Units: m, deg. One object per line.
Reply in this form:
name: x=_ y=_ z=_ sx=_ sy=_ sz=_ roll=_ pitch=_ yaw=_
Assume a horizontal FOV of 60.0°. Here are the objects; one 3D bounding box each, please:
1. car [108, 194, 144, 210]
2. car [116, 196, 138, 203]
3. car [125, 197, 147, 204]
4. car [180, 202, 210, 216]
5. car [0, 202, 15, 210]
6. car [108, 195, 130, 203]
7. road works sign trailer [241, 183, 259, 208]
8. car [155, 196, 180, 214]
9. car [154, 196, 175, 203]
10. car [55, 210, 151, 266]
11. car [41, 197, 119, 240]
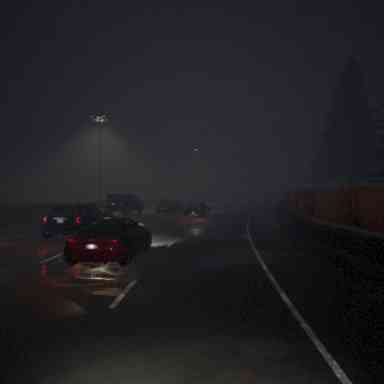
car: x=-6.551 y=1.213 z=32.733 sx=2.150 sy=2.045 sz=5.566 roll=0 pitch=0 yaw=13
car: x=-13.332 y=1.508 z=68.306 sx=2.128 sy=1.511 sz=4.902 roll=0 pitch=0 yaw=24
car: x=-10.875 y=1.587 z=65.208 sx=1.895 sy=1.301 sz=4.718 roll=0 pitch=0 yaw=23
car: x=0.585 y=1.605 z=32.584 sx=1.895 sy=1.301 sz=4.718 roll=0 pitch=0 yaw=13
car: x=-18.127 y=1.519 z=29.635 sx=2.033 sy=1.411 sz=5.357 roll=0 pitch=0 yaw=11
car: x=-15.671 y=1.502 z=71.602 sx=2.128 sy=1.511 sz=4.902 roll=0 pitch=0 yaw=24
road works sign trailer: x=8.374 y=0.483 z=47.454 sx=2.380 sy=3.560 sz=2.880 roll=0 pitch=0 yaw=22
car: x=-2.322 y=1.477 z=35.303 sx=1.882 sy=1.535 sz=5.008 roll=0 pitch=0 yaw=14
car: x=-5.616 y=1.537 z=68.360 sx=2.033 sy=1.411 sz=5.357 roll=0 pitch=0 yaw=24
car: x=-2.747 y=1.560 z=11.661 sx=1.994 sy=1.385 sz=4.181 roll=0 pitch=0 yaw=5
car: x=-5.682 y=1.344 z=17.101 sx=2.097 sy=1.767 sz=4.553 roll=0 pitch=0 yaw=7
